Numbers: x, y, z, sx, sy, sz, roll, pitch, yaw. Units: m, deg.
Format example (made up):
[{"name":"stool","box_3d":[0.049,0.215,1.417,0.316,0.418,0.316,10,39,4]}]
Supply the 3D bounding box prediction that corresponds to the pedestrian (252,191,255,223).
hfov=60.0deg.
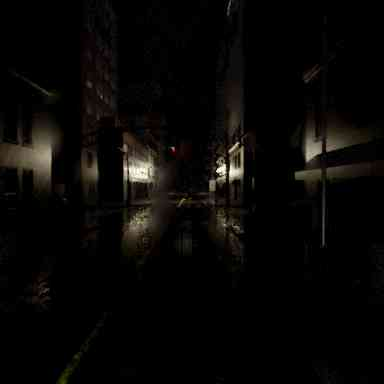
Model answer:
[{"name":"pedestrian","box_3d":[3.640,0.819,19.130,0.375,1.860,0.375,0,1,0]}]

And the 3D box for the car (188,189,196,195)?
[{"name":"car","box_3d":[0.021,-0.109,85.562,1.837,1.490,4.892,0,1,0]}]

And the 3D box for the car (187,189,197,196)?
[{"name":"car","box_3d":[0.019,0.209,75.563,1.812,1.442,4.674,0,1,0]}]

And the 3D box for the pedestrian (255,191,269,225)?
[{"name":"pedestrian","box_3d":[3.766,0.840,17.930,0.375,1.860,0.375,0,1,0]}]

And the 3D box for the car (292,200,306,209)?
[{"name":"car","box_3d":[12.430,0.957,32.977,4.829,1.417,1.752,0,1,1]}]

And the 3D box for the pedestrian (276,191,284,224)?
[{"name":"pedestrian","box_3d":[4.887,0.832,18.529,0.375,1.860,0.375,0,1,0]}]

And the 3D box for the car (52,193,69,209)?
[{"name":"car","box_3d":[-14.593,0.861,33.264,4.097,1.590,1.967,0,1,1]}]
